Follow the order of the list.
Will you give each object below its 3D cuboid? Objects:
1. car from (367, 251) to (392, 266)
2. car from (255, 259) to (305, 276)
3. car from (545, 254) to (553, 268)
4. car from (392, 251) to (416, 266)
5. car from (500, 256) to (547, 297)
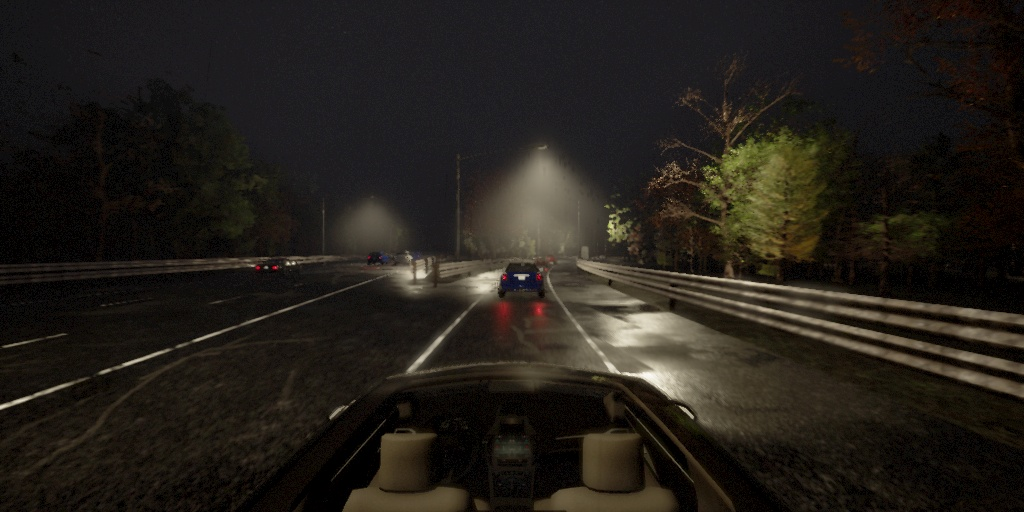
[{"bbox_3d":[-19.437,0.362,52.144,2.150,2.045,5.566,0,0,-9],"label":"car"},{"bbox_3d":[-19.404,0.919,30.208,2.033,1.411,5.357,0,1,-9],"label":"car"},{"bbox_3d":[4.531,0.833,54.248,2.097,1.767,4.553,0,1,11],"label":"car"},{"bbox_3d":[-16.116,0.354,53.524,2.150,2.045,5.566,0,0,-9],"label":"car"},{"bbox_3d":[0.559,1.016,18.489,2.097,1.767,4.553,0,0,3],"label":"car"}]
